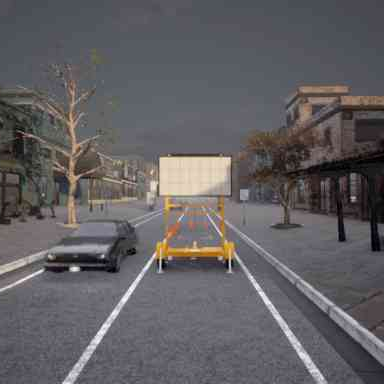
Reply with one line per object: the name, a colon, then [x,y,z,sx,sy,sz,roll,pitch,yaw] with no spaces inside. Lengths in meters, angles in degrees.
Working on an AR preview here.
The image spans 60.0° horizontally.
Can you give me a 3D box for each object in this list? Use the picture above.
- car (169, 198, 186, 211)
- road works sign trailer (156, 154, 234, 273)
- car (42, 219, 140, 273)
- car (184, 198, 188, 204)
car: [-2.571,2.207,53.197,2.128,1.511,4.902,0,-1,1]
road works sign trailer: [0.105,0.552,10.933,2.380,3.560,2.880,0,-1,1]
car: [-2.994,1.639,11.209,2.033,1.411,5.357,0,-1,1]
car: [-2.126,2.479,89.202,2.128,1.511,4.902,0,0,1]
